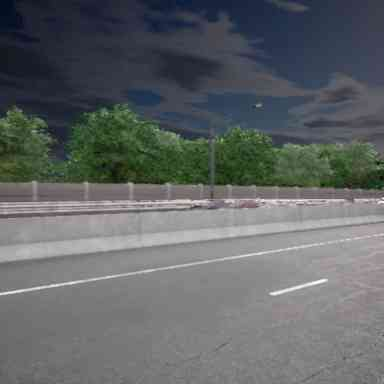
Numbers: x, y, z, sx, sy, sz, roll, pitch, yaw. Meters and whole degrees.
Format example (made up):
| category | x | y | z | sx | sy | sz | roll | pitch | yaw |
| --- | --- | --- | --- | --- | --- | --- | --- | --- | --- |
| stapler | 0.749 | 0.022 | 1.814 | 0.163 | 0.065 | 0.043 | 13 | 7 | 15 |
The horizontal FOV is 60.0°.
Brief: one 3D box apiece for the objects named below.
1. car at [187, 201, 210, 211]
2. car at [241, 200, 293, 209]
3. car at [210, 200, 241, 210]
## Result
| category | x | y | z | sx | sy | sz | roll | pitch | yaw |
| --- | --- | --- | --- | --- | --- | --- | --- | --- | --- |
| car | 2.058 | 1.523 | 31.241 | 5.357 | 1.411 | 2.033 | 0 | 0 | -35 |
| car | 6.271 | 1.502 | 25.646 | 4.674 | 1.442 | 1.812 | 0 | 0 | -35 |
| car | 4.264 | 1.454 | 28.513 | 5.008 | 1.535 | 1.882 | 0 | 0 | -35 |
